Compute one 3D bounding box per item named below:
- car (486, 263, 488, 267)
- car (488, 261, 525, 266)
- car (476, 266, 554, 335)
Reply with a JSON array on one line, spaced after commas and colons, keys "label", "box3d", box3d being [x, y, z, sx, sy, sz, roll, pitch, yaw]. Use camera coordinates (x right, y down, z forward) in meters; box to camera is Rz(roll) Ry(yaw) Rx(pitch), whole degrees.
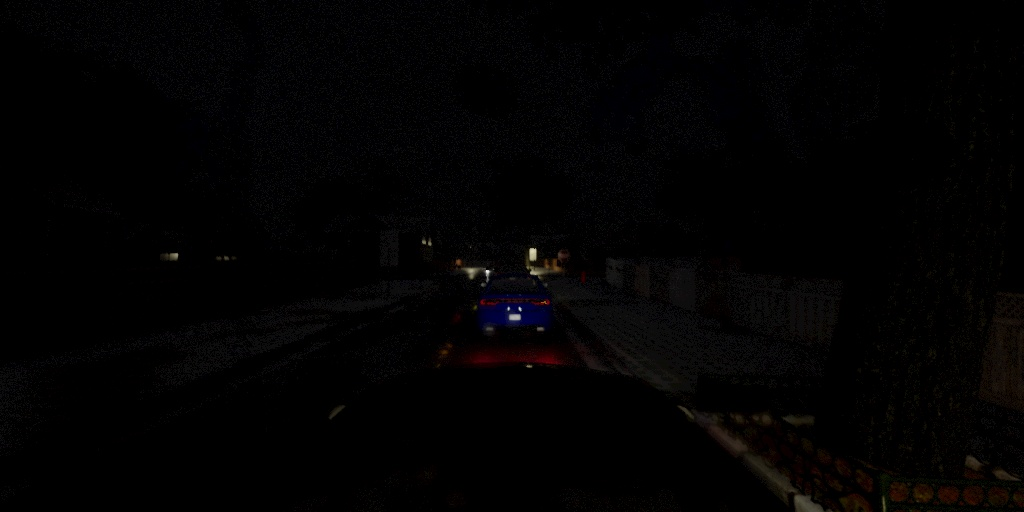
[{"label": "car", "box3d": [-2.876, 1.428, 53.765, 1.812, 1.442, 4.674, 0, 0, 0]}, {"label": "car", "box3d": [0.029, 1.107, 19.668, 2.097, 1.767, 4.553, 0, 0, 0]}, {"label": "car", "box3d": [0.074, 1.224, 10.514, 1.882, 1.535, 5.008, 0, 0, 0]}]
